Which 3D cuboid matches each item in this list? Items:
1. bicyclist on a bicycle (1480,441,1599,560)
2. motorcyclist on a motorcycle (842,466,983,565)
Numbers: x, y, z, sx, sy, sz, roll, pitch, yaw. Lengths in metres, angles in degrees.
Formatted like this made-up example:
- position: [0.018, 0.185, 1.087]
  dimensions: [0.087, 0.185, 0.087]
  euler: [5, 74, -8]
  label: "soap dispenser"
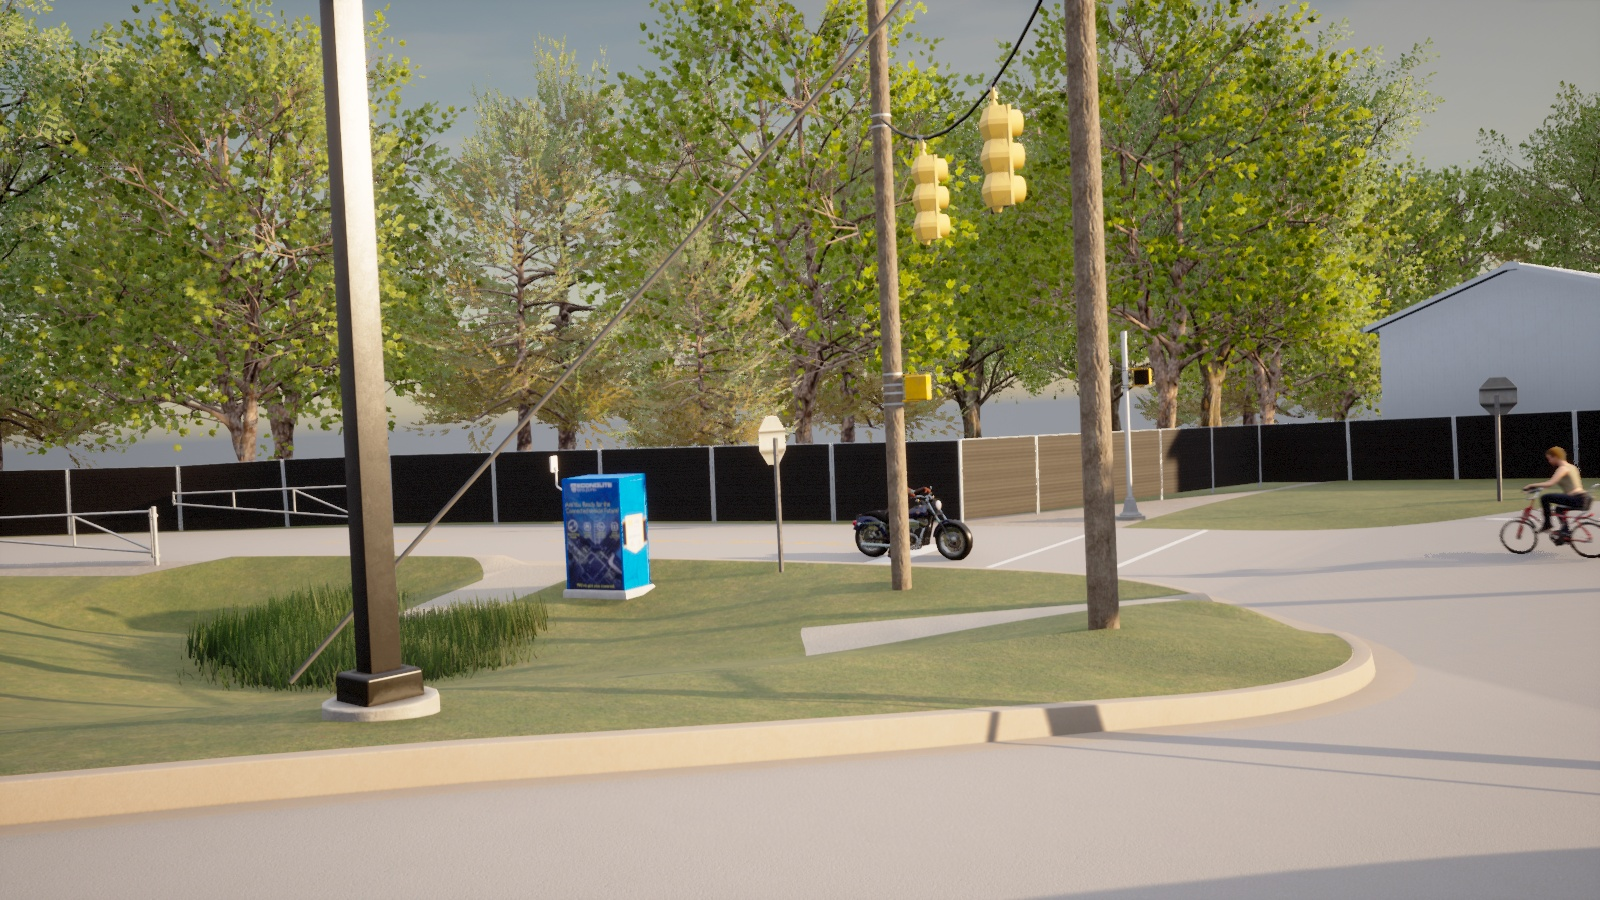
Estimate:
- position: [10.980, 0.714, 18.379]
  dimensions: [0.866, 1.612, 1.509]
  euler: [-5, 3, -37]
  label: "bicyclist on a bicycle"
- position: [1.991, 1.136, 22.361]
  dimensions: [2.350, 1.649, 0.766]
  euler: [-1, 3, 32]
  label: "motorcyclist on a motorcycle"
